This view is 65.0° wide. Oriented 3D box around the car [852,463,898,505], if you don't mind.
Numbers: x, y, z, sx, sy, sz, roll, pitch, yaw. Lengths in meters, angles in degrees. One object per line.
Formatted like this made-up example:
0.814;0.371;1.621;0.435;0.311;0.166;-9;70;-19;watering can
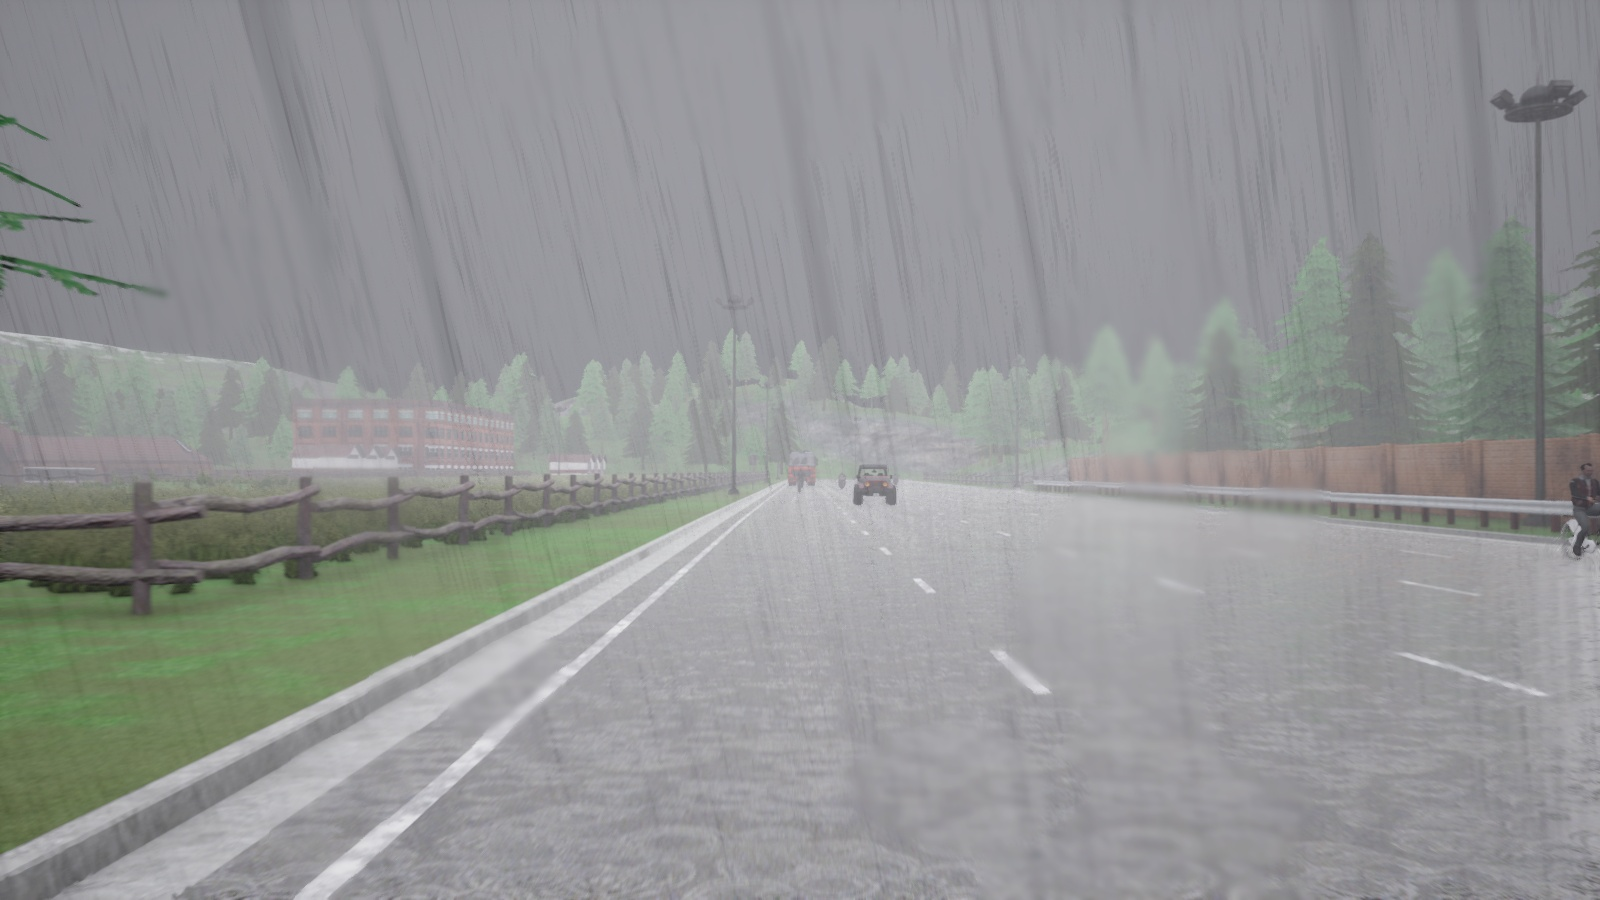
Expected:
3.468;1.572;58.352;1.905;1.878;3.866;0;-1;0;car

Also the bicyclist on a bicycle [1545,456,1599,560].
13.946;0.997;21.995;0.659;1.776;1.843;0;-1;0;bicyclist on a bicycle
